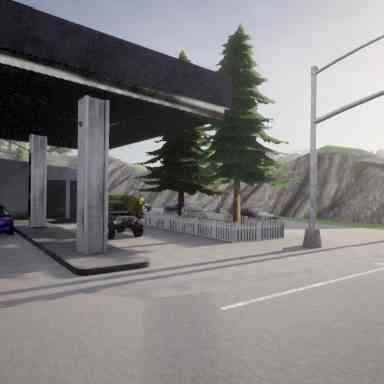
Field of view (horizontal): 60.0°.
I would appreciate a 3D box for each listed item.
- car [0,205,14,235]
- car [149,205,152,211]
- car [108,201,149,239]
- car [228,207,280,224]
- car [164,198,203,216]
[{"bbox_3d":[-11.400,1.524,18.656,2.242,1.667,4.611,1,0,-35],"label":"car"},{"bbox_3d":[-6.918,1.667,41.451,2.033,1.411,5.357,1,0,-35],"label":"car"},{"bbox_3d":[-4.272,1.448,18.380,1.905,1.878,3.866,1,0,-35],"label":"car"},{"bbox_3d":[4.523,1.816,24.869,1.994,1.385,4.181,1,0,-35],"label":"car"},{"bbox_3d":[-0.884,1.542,32.706,2.097,1.767,4.553,1,0,-35],"label":"car"}]
